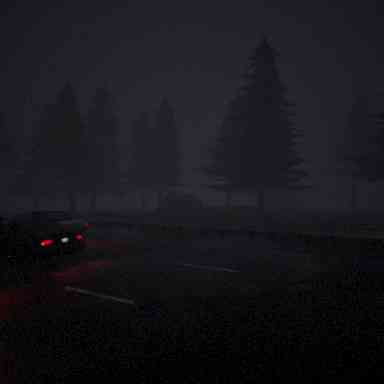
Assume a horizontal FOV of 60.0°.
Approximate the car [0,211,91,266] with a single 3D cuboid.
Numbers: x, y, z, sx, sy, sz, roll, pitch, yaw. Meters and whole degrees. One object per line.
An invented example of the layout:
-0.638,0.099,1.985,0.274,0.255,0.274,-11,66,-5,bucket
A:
-6.099,1.510,11.349,5.357,1.411,2.033,0,0,28,car
